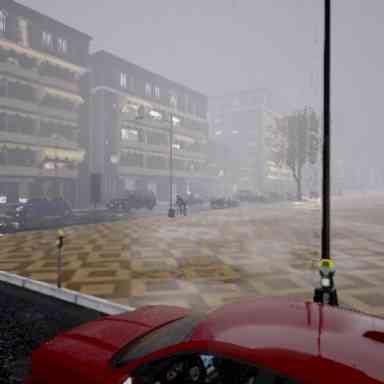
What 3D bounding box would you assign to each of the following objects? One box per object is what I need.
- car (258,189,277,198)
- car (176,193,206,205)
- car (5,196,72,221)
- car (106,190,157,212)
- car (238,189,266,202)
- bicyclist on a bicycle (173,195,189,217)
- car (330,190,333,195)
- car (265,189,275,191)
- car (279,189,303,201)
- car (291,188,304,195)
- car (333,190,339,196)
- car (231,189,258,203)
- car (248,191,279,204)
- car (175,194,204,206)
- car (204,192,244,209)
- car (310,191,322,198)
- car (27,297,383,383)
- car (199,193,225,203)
[{"bbox_3d":[15.772,0.259,69.095,2.192,1.841,5.009,2,2,35],"label":"car"},{"bbox_3d":[-0.082,0.940,46.208,1.947,1.339,4.313,2,2,35],"label":"car"},{"bbox_3d":[-11.506,1.117,25.162,2.097,1.767,4.553,1,1,37],"label":"car"},{"bbox_3d":[-5.899,0.832,33.263,2.150,2.045,5.566,1,1,35],"label":"car"},{"bbox_3d":[8.508,0.787,48.549,1.882,1.535,5.008,1,1,35],"label":"car"},{"bbox_3d":[-0.929,1.035,25.102,1.656,1.620,0.582,0,1,35],"label":"bicyclist on a bicycle"},{"bbox_3d":[28.999,0.384,73.486,2.008,1.369,4.403,2,2,35],"label":"car"},{"bbox_3d":[14.377,0.653,57.114,1.837,1.490,4.892,0,1,35],"label":"car"},{"bbox_3d":[16.415,0.698,55.312,1.752,1.417,4.829,2,2,35],"label":"car"},{"bbox_3d":[25.282,0.003,82.829,2.192,1.841,5.009,2,2,35],"label":"car"},{"bbox_3d":[35.340,0.103,82.641,1.967,1.590,4.097,2,2,35],"label":"car"},{"bbox_3d":[8.573,0.544,53.999,2.150,2.045,5.566,0,1,35],"label":"car"},{"bbox_3d":[9.978,0.898,46.015,2.008,1.369,4.403,2,2,35],"label":"car"},{"bbox_3d":[-0.222,0.980,41.457,1.812,1.442,4.674,1,1,35],"label":"car"},{"bbox_3d":[3.637,1.071,36.858,2.008,1.369,4.403,2,2,35],"label":"car"},{"bbox_3d":[25.829,0.469,68.909,2.008,1.369,4.403,2,2,35],"label":"car"},{"bbox_3d":[0.529,1.546,2.488,4.507,1.381,1.887,0,0,36],"label":"car"},{"bbox_3d":[3.088,0.838,50.786,2.008,1.369,4.403,2,2,35],"label":"car"}]
